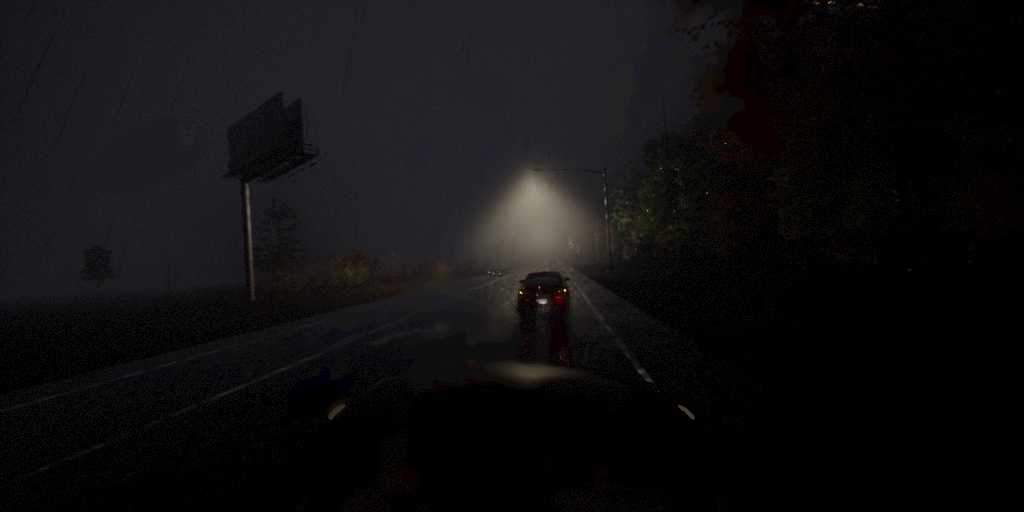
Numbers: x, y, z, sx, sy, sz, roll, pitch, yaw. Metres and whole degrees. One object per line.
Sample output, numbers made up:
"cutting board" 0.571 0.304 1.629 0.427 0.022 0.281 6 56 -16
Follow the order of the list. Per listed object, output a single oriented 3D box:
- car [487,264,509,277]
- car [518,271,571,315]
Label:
"car" -1.640 1.728 43.441 1.837 1.490 4.892 -4 -1 12
"car" 1.266 1.299 13.862 1.812 1.442 4.674 -4 0 7
